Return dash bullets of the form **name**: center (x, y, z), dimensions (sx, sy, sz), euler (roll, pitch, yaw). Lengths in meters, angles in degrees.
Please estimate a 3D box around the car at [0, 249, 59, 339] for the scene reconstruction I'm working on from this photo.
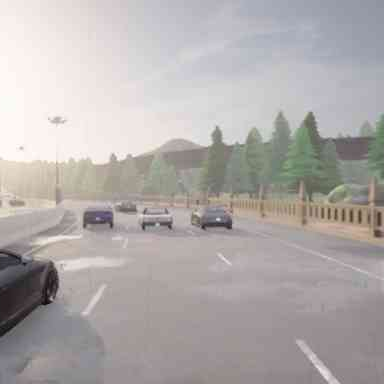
- **car**: center (-3.748, 1.581, 5.426), dimensions (1.994, 1.385, 4.181), euler (0, 0, -3)

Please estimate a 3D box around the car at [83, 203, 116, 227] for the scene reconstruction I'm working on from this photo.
- **car**: center (-6.401, 1.510, 22.986), dimensions (1.882, 1.535, 5.008), euler (0, 0, -13)

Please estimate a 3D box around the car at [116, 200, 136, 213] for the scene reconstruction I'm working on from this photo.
- **car**: center (-7.748, 1.607, 38.534), dimensions (1.994, 1.385, 4.181), euler (0, 0, -22)

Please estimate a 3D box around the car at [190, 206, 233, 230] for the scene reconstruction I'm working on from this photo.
- **car**: center (1.144, 1.566, 21.259), dimensions (1.994, 1.385, 4.181), euler (0, 0, -11)

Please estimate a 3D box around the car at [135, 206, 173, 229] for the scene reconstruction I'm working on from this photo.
- **car**: center (-2.475, 1.618, 21.661), dimensions (1.895, 1.301, 4.718), euler (0, 0, -12)
